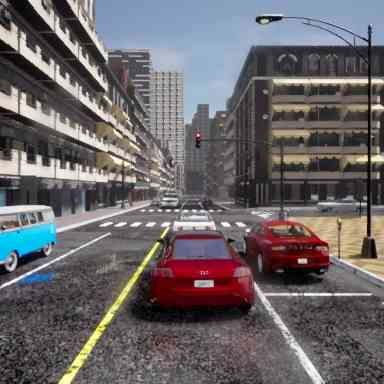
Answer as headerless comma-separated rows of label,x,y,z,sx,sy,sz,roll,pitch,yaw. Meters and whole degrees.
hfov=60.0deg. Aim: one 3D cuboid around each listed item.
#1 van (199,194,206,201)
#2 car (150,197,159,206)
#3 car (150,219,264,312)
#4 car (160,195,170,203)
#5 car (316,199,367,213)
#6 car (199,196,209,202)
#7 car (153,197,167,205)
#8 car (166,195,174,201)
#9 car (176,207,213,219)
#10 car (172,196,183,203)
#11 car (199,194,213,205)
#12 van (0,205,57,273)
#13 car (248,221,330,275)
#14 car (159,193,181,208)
van,2.706,1.391,86.946,1.690,1.788,3.998,-1,0,0
car,-5.682,1.568,53.787,2.008,1.369,4.403,0,0,0
car,0.124,1.564,7.796,1.994,1.385,4.181,0,0,-2
car,-5.678,1.472,70.371,1.967,1.590,4.097,-1,0,0
car,15.008,1.330,33.294,4.718,1.301,1.895,-1,0,-1
car,2.705,1.588,75.891,2.008,1.369,4.403,-1,0,0
car,-5.680,1.587,59.314,1.947,1.339,4.313,0,0,0
car,-5.672,1.575,86.784,1.752,1.417,4.829,-1,0,0
car,0.116,1.601,16.596,1.895,1.301,4.718,0,0,1
car,-2.984,1.523,68.996,2.128,1.511,4.902,0,0,0
car,2.699,1.462,59.307,1.967,1.590,4.097,-1,0,0
van,-5.696,1.341,10.311,1.690,1.788,3.998,0,0,0
car,2.685,1.544,10.308,1.887,1.381,4.507,0,0,0
car,-3.066,1.233,47.375,2.150,2.045,5.566,0,0,0
